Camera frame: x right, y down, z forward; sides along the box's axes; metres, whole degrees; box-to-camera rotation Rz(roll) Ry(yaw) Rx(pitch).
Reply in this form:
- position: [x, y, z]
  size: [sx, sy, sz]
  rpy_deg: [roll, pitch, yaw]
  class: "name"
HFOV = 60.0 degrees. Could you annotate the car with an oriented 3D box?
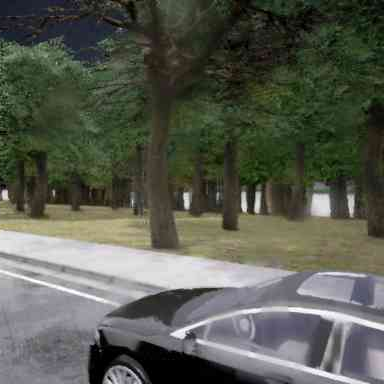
- position: [1.110, 1.490, 2.891]
  size: [4.902, 1.511, 2.128]
  rpy_deg: [0, 0, 36]
  class: "car"
